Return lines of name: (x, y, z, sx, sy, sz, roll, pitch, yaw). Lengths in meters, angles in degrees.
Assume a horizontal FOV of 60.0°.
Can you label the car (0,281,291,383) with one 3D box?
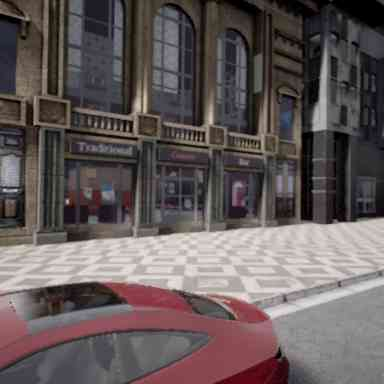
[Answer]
car: (-1.222, 1.536, 2.479, 4.674, 1.442, 1.812, 1, -1, -35)
